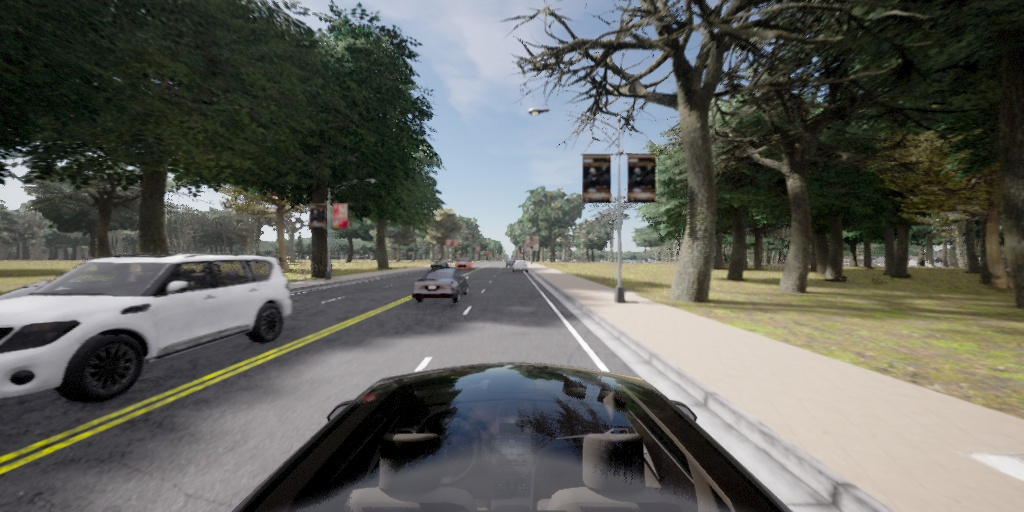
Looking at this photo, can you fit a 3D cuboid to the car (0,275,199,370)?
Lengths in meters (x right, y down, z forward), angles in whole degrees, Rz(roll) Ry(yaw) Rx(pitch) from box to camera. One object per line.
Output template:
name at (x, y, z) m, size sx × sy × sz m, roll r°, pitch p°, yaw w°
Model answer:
car at (-9.854, 1.276, 7.910) m, size 1.812 × 1.442 × 4.674 m, roll 0°, pitch 0°, yaw 0°

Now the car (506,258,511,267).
car at (-0.146, 1.209, 62.836) m, size 2.128 × 1.511 × 4.902 m, roll 0°, pitch 0°, yaw 0°

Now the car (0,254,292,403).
car at (-6.602, 0.972, 6.720) m, size 2.150 × 2.045 × 5.566 m, roll 0°, pitch 0°, yaw 0°

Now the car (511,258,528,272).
car at (1.047, 1.257, 44.455) m, size 1.812 × 1.442 × 4.674 m, roll 0°, pitch 0°, yaw 0°

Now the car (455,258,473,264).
car at (-6.675, 1.078, 50.161) m, size 2.097 × 1.767 × 4.553 m, roll 0°, pitch 0°, yaw 0°

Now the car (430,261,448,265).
car at (-9.924, 1.328, 49.399) m, size 1.895 × 1.301 × 4.718 m, roll 0°, pitch 0°, yaw 0°

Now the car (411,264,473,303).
car at (-3.163, 1.296, 16.701) m, size 2.033 × 1.411 × 5.357 m, roll 0°, pitch 0°, yaw 0°
